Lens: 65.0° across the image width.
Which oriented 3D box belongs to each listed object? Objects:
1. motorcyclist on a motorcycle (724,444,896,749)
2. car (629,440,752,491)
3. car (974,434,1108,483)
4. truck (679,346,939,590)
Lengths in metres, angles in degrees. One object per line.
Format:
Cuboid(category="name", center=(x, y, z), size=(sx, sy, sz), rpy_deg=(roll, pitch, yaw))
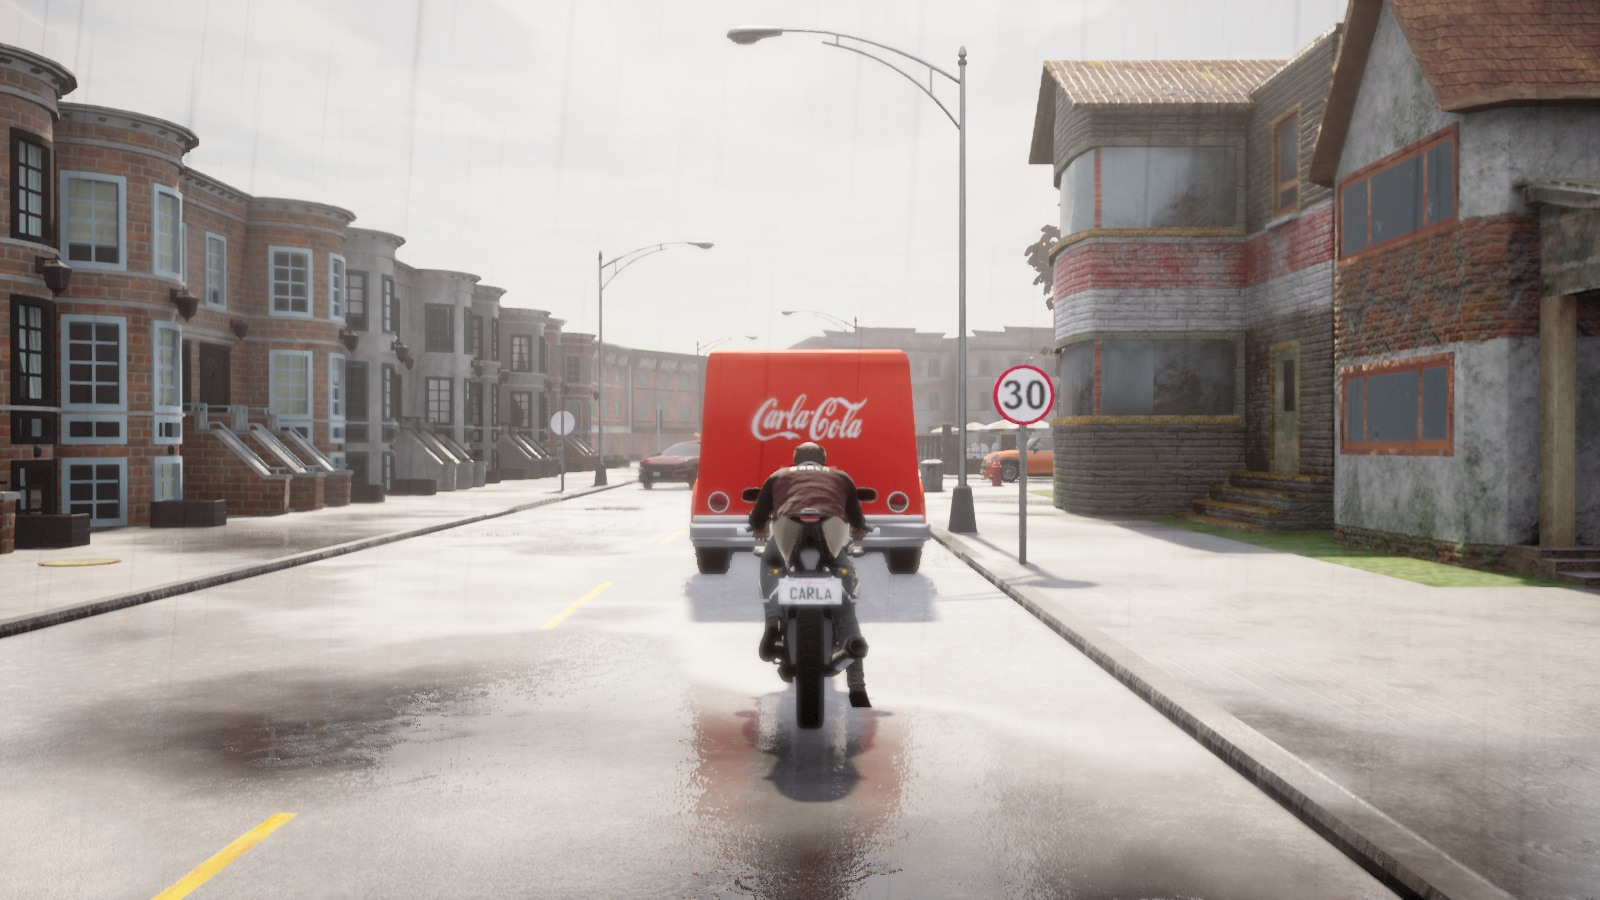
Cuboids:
Cuboid(category="motorcyclist on a motorcycle", center=(0.057, 0.733, 7.420), size=(0.866, 1.530, 2.191), rpy_deg=(0, 1, 0))
Cuboid(category="car", center=(-3.440, 0.456, 40.592), size=(1.882, 1.535, 5.008), rpy_deg=(0, 0, 22))
Cuboid(category="car", center=(8.875, 0.309, 46.481), size=(4.553, 1.767, 2.097), rpy_deg=(0, 0, 0))
Cuboid(category="truck", center=(0.101, 0.160, 15.296), size=(2.627, 2.467, 5.204), rpy_deg=(0, 0, 0))
